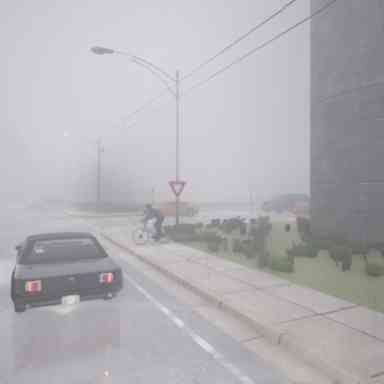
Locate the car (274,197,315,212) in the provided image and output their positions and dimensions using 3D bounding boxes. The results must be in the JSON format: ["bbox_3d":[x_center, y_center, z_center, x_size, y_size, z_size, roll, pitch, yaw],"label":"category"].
[{"bbox_3d":[12.558,1.453,41.152,2.242,1.667,4.611,0,0,-27],"label":"car"}]

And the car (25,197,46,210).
[{"bbox_3d":[-19.944,1.481,42.171,1.812,1.442,4.674,0,0,-27],"label":"car"}]

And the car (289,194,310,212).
[{"bbox_3d":[12.104,1.332,32.157,4.553,1.767,2.097,0,0,-27],"label":"car"}]

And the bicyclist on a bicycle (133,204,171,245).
[{"bbox_3d":[-1.583,1.289,13.316,1.656,1.620,0.582,0,0,-26],"label":"bicyclist on a bicycle"}]

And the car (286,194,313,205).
[{"bbox_3d":[19.119,1.271,59.292,1.932,1.855,4.605,0,0,-27],"label":"car"}]

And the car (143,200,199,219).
[{"bbox_3d":[-1.802,1.453,29.199,5.008,1.535,1.882,0,0,-27],"label":"car"}]

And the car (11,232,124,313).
[{"bbox_3d":[-3.095,1.593,7.812,1.895,1.301,4.718,0,0,-26],"label":"car"}]

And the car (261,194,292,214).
[{"bbox_3d":[9.947,1.200,35.194,5.566,2.045,2.150,0,0,-27],"label":"car"}]

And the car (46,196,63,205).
[{"bbox_3d":[-23.359,1.389,55.449,1.882,1.535,5.008,0,0,8],"label":"car"}]
